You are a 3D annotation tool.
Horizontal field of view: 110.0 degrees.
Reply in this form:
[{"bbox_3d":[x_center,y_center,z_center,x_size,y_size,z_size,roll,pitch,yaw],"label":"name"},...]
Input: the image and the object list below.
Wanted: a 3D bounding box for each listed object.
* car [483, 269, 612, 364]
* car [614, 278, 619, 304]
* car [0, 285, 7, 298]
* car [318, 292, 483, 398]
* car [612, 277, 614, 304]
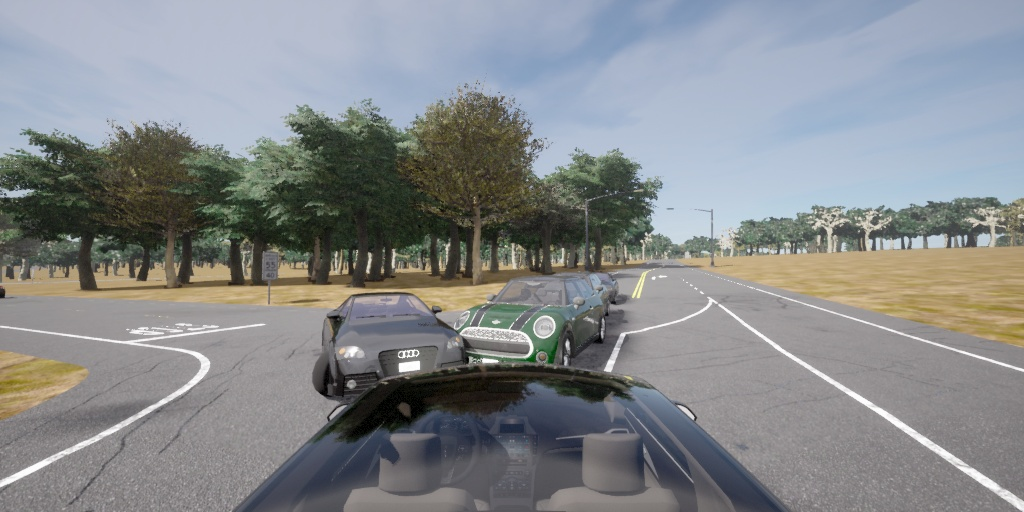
[{"bbox_3d":[0.618,1.218,7.814,2.097,1.767,4.553,-1,-2,26],"label":"car"},{"bbox_3d":[4.218,1.509,17.854,1.994,1.385,4.181,-1,0,19],"label":"car"},{"bbox_3d":[-40.859,2.562,27.373,4.181,1.385,1.994,-2,-3,22],"label":"car"},{"bbox_3d":[-2.354,1.376,6.609,1.994,1.385,4.181,1,-2,-29],"label":"car"},{"bbox_3d":[2.025,1.344,12.127,2.097,1.767,4.553,-1,-1,21],"label":"car"}]
